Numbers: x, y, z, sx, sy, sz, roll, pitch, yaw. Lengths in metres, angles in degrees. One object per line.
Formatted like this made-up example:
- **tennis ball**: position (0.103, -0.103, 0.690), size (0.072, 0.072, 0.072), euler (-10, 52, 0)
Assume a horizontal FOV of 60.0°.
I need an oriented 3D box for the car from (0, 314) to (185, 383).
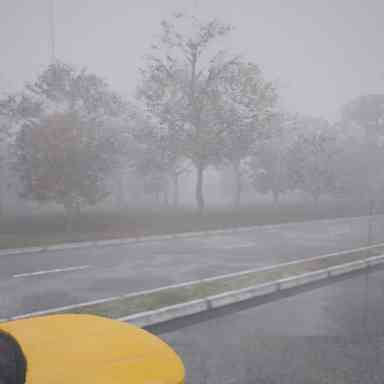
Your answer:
- **car**: position (-2.307, 1.483, 1.794), size (5.008, 1.535, 1.882), euler (0, 0, -36)
